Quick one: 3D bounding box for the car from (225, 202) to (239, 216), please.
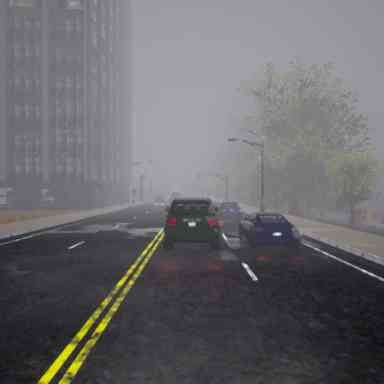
[{"bbox_3d":[3.251,1.558,29.653,2.033,1.411,5.357,0,0,0],"label":"car"}]

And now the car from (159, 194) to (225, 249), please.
[{"bbox_3d":[0.001,1.254,14.681,2.150,2.045,5.566,0,0,0],"label":"car"}]

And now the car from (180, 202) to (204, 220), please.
[{"bbox_3d":[0.001,1.611,29.682,1.895,1.301,4.718,0,0,0],"label":"car"}]

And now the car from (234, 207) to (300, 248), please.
[{"bbox_3d":[3.251,1.569,14.652,1.994,1.385,4.181,0,0,0],"label":"car"}]

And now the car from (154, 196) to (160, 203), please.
[{"bbox_3d":[-6.501,1.518,68.048,1.994,1.385,4.181,0,0,0],"label":"car"}]
